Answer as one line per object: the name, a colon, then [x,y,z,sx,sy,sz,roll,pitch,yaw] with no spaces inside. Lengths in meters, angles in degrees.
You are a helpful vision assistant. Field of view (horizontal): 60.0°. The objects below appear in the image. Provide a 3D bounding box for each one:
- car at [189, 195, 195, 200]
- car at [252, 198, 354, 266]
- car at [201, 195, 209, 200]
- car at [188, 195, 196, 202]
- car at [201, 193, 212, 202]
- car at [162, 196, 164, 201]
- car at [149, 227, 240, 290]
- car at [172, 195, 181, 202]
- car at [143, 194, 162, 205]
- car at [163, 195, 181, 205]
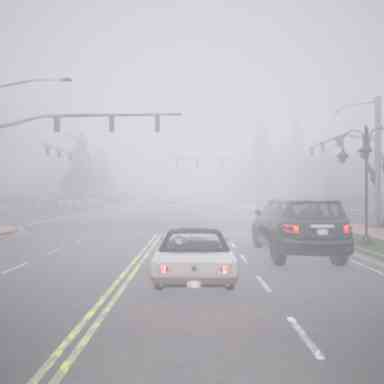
car: [0.005,1.427,90.498,1.812,1.442,4.674,0,0,0]
car: [3.579,1.222,11.757,2.150,2.045,5.566,0,-1,0]
car: [3.505,1.455,90.498,1.994,1.385,4.181,0,0,0]
car: [0.005,1.556,80.190,1.812,1.442,4.674,0,0,0]
car: [3.504,1.258,79.846,2.150,2.045,5.566,0,0,0]
car: [-6.996,1.579,74.884,2.033,1.411,5.357,0,0,0]
car: [0.062,1.606,9.026,1.895,1.301,4.718,0,0,0]
car: [-3.496,1.540,74.782,1.837,1.490,4.892,0,0,0]
car: [-7.039,1.579,59.380,2.033,1.411,5.357,0,0,1]
car: [-3.547,1.595,59.659,1.994,1.385,4.181,0,0,1]
